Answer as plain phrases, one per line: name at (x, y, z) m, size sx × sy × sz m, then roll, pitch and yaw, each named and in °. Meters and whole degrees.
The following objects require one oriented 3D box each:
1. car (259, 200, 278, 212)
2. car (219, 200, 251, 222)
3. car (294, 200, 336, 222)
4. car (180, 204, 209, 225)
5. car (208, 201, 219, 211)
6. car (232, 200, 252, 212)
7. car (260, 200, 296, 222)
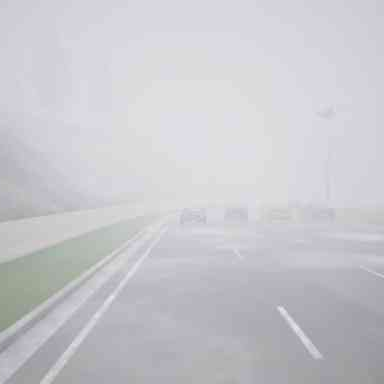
car at (10.633, 1.888, 46.008) m, size 1.812 × 1.442 × 4.674 m, roll 0°, pitch 0°, yaw 22°
car at (3.680, 1.705, 28.845) m, size 1.882 × 1.535 × 5.008 m, roll 0°, pitch 0°, yaw 1°
car at (10.674, 1.705, 28.801) m, size 1.882 × 1.535 × 5.008 m, roll 0°, pitch -1°, yaw 1°
car at (0.114, 1.805, 25.833) m, size 1.895 × 1.301 × 4.718 m, roll 0°, pitch 0°, yaw 1°
car at (3.216, 1.933, 46.786) m, size 1.994 × 1.385 × 4.181 m, roll 0°, pitch 0°, yaw 19°
car at (7.012, 1.872, 46.343) m, size 1.837 × 1.490 × 4.892 m, roll 0°, pitch 0°, yaw 21°
car at (7.178, 1.706, 28.849) m, size 1.882 × 1.535 × 5.008 m, roll 0°, pitch 0°, yaw 1°
